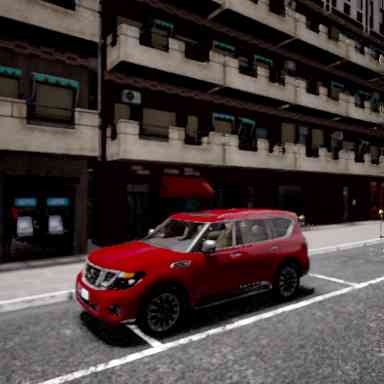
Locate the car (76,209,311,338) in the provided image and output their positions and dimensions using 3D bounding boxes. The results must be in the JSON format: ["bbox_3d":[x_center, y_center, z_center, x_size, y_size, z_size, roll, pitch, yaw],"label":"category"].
[{"bbox_3d":[0.336,1.315,6.795,5.009,1.841,2.192,0,0,-36],"label":"car"}]
